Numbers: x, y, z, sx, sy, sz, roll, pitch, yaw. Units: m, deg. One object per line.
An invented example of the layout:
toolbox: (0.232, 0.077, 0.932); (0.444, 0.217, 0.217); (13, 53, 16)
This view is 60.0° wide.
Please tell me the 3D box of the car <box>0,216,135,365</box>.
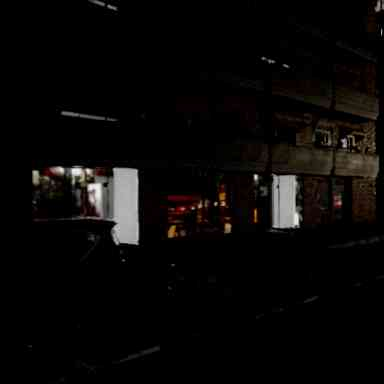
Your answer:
car: (-3.187, 1.317, 4.284); (5.009, 1.841, 2.192); (0, 0, -35)

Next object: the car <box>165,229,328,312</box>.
car: (1.403, 1.549, 7.557); (4.206, 1.307, 1.802); (0, 0, -35)
